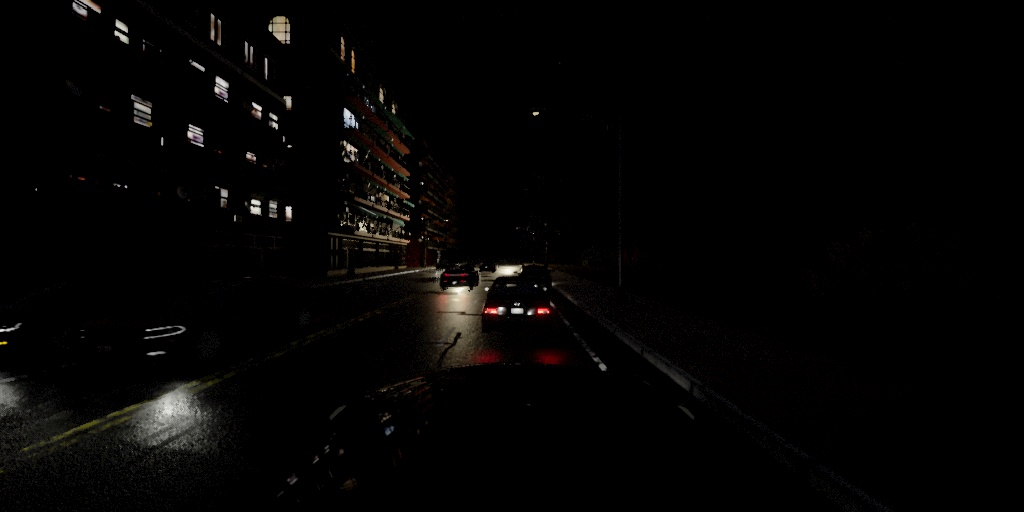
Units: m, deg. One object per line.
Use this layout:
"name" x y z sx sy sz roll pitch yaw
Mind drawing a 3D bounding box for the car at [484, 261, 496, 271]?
"car" -3.068 1.317 45.106 1.994 1.385 4.181 0 0 0

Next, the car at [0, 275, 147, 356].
"car" -9.837 1.256 8.616 1.837 1.490 4.892 0 0 0

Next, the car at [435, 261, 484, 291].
"car" -3.111 1.244 21.941 2.128 1.511 4.902 0 0 0

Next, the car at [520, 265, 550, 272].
"car" 1.173 1.258 20.370 1.837 1.490 4.892 0 0 0

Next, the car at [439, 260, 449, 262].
"car" -9.742 1.279 51.672 1.812 1.442 4.674 0 0 0

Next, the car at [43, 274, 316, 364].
"car" -6.586 1.229 8.296 1.882 1.535 5.008 0 0 0

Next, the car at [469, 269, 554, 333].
"car" 0.119 1.299 10.682 2.033 1.411 5.357 0 0 0

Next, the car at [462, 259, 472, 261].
"car" -6.501 1.258 51.565 1.837 1.490 4.892 0 0 0
